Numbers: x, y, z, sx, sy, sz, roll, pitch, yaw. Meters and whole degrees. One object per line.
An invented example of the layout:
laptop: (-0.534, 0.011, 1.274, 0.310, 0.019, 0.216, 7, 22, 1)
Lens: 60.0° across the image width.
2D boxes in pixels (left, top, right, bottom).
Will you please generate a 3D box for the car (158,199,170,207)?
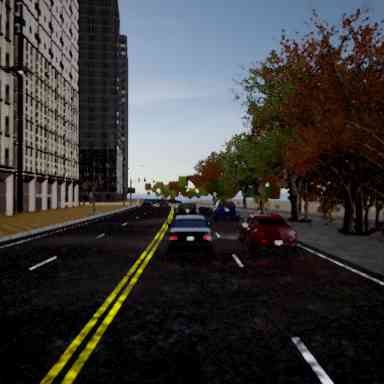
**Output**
car: (-5.401, 2.116, 63.959, 1.837, 1.490, 4.892, 0, 0, -3)

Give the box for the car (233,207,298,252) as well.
car: (3.151, 1.624, 14.470, 1.812, 1.442, 4.674, -2, 1, 0)

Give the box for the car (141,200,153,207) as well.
car: (-8.644, 2.206, 63.903, 1.895, 1.301, 4.718, 0, -1, -3)

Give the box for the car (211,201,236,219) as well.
car: (2.817, 1.590, 29.230, 2.097, 1.767, 4.553, -1, -2, -2)

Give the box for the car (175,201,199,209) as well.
car: (-0.416, 1.623, 29.146, 2.097, 1.767, 4.553, 0, -1, -2)

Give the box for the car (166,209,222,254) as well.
car: (-0.086, 1.679, 14.038, 2.033, 1.411, 5.357, 0, -1, -1)
